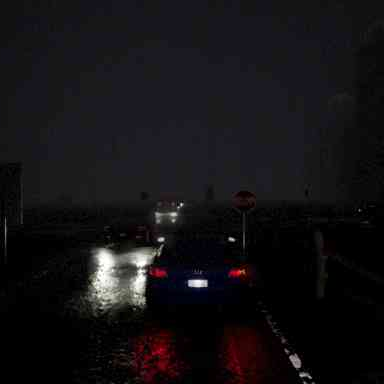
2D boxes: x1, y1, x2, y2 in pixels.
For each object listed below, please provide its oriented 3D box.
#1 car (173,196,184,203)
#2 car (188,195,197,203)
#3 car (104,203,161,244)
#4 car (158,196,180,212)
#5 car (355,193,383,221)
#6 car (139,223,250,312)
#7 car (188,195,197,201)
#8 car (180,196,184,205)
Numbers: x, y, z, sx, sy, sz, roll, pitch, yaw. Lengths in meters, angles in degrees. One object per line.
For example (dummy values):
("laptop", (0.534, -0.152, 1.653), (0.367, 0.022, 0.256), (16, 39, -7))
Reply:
("car", (-2.685, 1.529, 68.838), (2.128, 1.511, 4.902), (0, 0, 0))
("car", (0.072, 1.585, 68.961), (2.033, 1.411, 5.357), (0, 0, 0))
("car", (-2.836, 1.477, 16.097), (1.882, 1.535, 5.008), (0, 0, 0))
("car", (-2.810, 1.360, 38.706), (2.097, 1.767, 4.553), (0, 0, 0))
("car", (15.154, 0.960, 24.579), (5.566, 2.045, 2.150), (-1, 1, 0))
("car", (0.106, 1.562, 7.807), (1.994, 1.385, 4.181), (0, 0, 0))
("car", (0.082, 1.490, 79.386), (1.994, 1.385, 4.181), (0, 0, 0))
("car", (-2.784, 1.566, 53.030), (2.033, 1.411, 5.357), (0, 0, 0))
